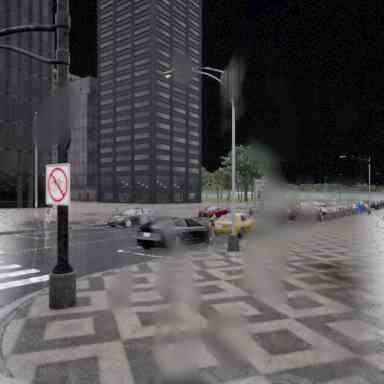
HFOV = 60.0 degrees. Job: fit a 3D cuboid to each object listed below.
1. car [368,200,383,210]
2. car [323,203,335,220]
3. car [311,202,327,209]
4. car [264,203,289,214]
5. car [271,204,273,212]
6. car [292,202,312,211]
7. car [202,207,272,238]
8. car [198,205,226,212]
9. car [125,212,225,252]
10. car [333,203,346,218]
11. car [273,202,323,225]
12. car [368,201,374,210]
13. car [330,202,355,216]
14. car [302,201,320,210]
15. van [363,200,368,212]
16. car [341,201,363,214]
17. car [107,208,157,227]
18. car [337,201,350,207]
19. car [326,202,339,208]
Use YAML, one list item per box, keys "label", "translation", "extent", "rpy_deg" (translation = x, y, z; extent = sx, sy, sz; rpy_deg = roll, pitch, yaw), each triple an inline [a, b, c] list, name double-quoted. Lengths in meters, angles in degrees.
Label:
- label: "car"
  translation: [35.451, 2.537, 65.452]
  extent: [2.192, 1.841, 5.009]
  rpy_deg: [-1, -2, 35]
- label: "car"
  translation: [12.511, 2.113, 33.282]
  extent: [1.887, 1.381, 4.507]
  rpy_deg: [-1, -2, 35]
- label: "car"
  translation: [25.236, 2.671, 65.805]
  extent: [1.887, 1.381, 4.507]
  rpy_deg: [-1, -2, 35]
- label: "car"
  translation: [12.127, 2.303, 47.426]
  extent: [2.008, 1.369, 4.403]
  rpy_deg: [-1, -2, 35]
- label: "car"
  translation: [8.851, 2.208, 42.832]
  extent: [2.008, 1.369, 4.403]
  rpy_deg: [-1, -2, 35]
- label: "car"
  translation: [18.682, 2.492, 56.616]
  extent: [2.008, 1.369, 4.403]
  rpy_deg: [-1, -2, 35]
- label: "car"
  translation: [2.779, 1.823, 19.636]
  extent: [1.752, 1.417, 4.829]
  rpy_deg: [-1, -2, 35]
- label: "car"
  translation: [2.298, 2.014, 33.643]
  extent: [1.887, 1.381, 4.507]
  rpy_deg: [-1, -2, 35]
- label: "car"
  translation: [-0.596, 1.774, 14.903]
  extent: [1.947, 1.339, 4.313]
  rpy_deg: [-1, -2, 35]
- label: "car"
  translation: [15.792, 2.245, 37.881]
  extent: [1.802, 1.307, 4.206]
  rpy_deg: [-1, -2, 36]
- label: "car"
  translation: [9.233, 1.790, 28.693]
  extent: [2.192, 1.841, 5.009]
  rpy_deg: [-1, -2, 35]
- label: "car"
  translation: [28.897, 2.590, 56.256]
  extent: [2.008, 1.369, 4.403]
  rpy_deg: [-1, -2, 35]
- label: "car"
  translation: [19.065, 2.303, 42.472]
  extent: [1.887, 1.381, 4.507]
  rpy_deg: [-1, -2, 35]
- label: "car"
  translation: [21.959, 2.474, 61.213]
  extent: [1.967, 1.590, 4.097]
  rpy_deg: [-1, -2, 35]
- label: "van"
  translation: [25.619, 2.288, 51.666]
  extent: [1.690, 1.788, 3.998]
  rpy_deg: [-1, -2, 35]
- label: "car"
  translation: [22.342, 2.293, 47.069]
  extent: [1.967, 1.590, 4.097]
  rpy_deg: [-1, -2, 35]
- label: "car"
  translation: [-4.255, 1.840, 24.453]
  extent: [2.008, 1.369, 4.403]
  rpy_deg: [-1, -1, 35]
- label: "car"
  translation: [38.345, 3.035, 84.183]
  extent: [2.008, 1.369, 4.403]
  rpy_deg: [-1, -1, 35]
- label: "car"
  translation: [31.791, 2.889, 74.994]
  extent: [1.802, 1.307, 4.206]
  rpy_deg: [-1, -2, 35]
